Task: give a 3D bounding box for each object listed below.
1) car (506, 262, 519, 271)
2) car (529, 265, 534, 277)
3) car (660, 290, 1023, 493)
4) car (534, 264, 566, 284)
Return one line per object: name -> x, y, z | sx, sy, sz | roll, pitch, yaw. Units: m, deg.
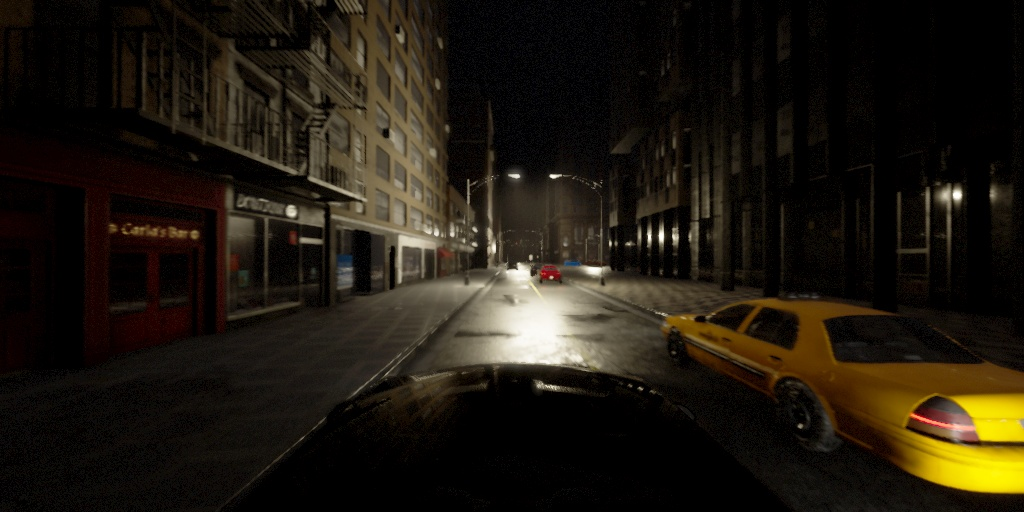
car -> 0.106, 1.712, 58.162 | 1.837, 1.490, 4.892 | 0, 0, 0
car -> 3.099, 1.666, 41.773 | 1.994, 1.385, 4.181 | 0, 0, 1
car -> 3.902, 1.248, 5.125 | 1.801, 1.575, 5.366 | 0, 0, 0
car -> 3.114, 1.527, 30.293 | 1.812, 1.442, 4.674 | 0, 0, 1
